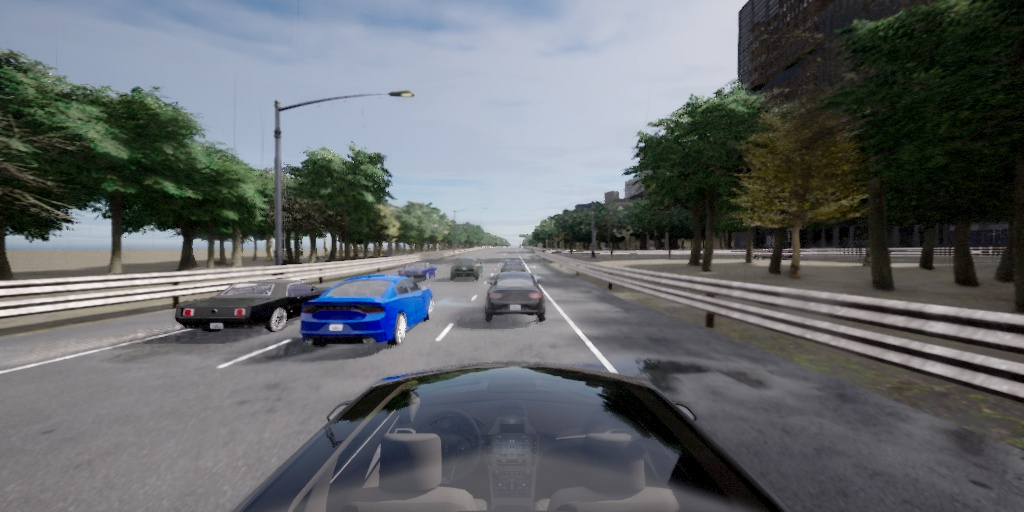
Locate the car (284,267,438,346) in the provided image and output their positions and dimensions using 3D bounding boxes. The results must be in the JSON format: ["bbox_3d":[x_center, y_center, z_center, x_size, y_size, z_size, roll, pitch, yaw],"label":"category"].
[{"bbox_3d":[-3.400,1.221,9.404,1.882,1.535,5.008,0,0,0],"label":"car"}]

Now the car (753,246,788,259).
[{"bbox_3d":[34.739,-0.520,48.867,2.097,1.767,4.553,-1,1,-39],"label":"car"}]

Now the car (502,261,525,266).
[{"bbox_3d":[0.103,1.046,28.714,1.994,1.385,4.181,0,1,0],"label":"car"}]

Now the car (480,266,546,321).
[{"bbox_3d":[0.099,1.258,12.263,1.812,1.442,4.674,0,0,0],"label":"car"}]

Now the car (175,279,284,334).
[{"bbox_3d":[-6.900,1.340,10.607,1.895,1.301,4.718,0,0,0],"label":"car"}]

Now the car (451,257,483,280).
[{"bbox_3d":[-3.398,0.856,27.776,2.097,1.767,4.553,0,1,0],"label":"car"}]

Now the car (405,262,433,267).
[{"bbox_3d":[-6.899,1.127,26.827,1.895,1.301,4.718,0,1,0],"label":"car"}]
